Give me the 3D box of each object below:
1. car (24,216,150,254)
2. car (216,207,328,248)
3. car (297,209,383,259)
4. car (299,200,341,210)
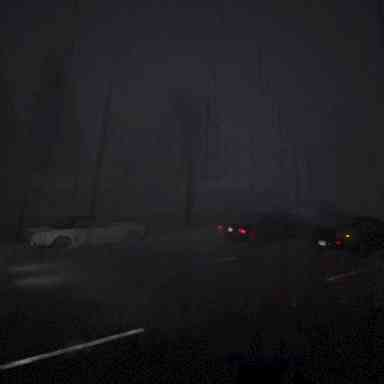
[{"bbox_3d":[-4.169,1.631,13.731,4.718,1.301,1.895,0,0,-36],"label":"car"},{"bbox_3d":[3.596,1.590,15.037,5.357,1.411,2.033,0,0,-36],"label":"car"},{"bbox_3d":[6.313,1.566,12.695,4.674,1.442,1.812,0,0,-36],"label":"car"},{"bbox_3d":[9.212,1.422,23.444,4.553,1.767,2.097,0,0,-36],"label":"car"}]
